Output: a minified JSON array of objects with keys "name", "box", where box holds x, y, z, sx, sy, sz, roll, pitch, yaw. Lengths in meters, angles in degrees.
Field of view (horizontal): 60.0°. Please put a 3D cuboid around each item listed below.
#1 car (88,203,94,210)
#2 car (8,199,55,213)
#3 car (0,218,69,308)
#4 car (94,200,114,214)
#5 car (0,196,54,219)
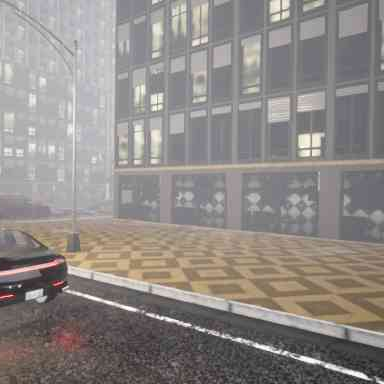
[{"name":"car","box":[-11.981,1.795,45.128,1.994,1.385,4.181,1,0,36]},{"name":"car","box":[-19.091,1.641,39.849,1.752,1.417,4.829,1,0,36]},{"name":"car","box":[-4.595,1.488,6.934,4.902,1.511,2.128,0,0,35]},{"name":"car","box":[-8.796,1.828,39.704,1.752,1.417,4.829,1,0,36]},{"name":"car","box":[-15.577,1.518,30.480,2.192,1.841,5.009,1,0,36]}]
